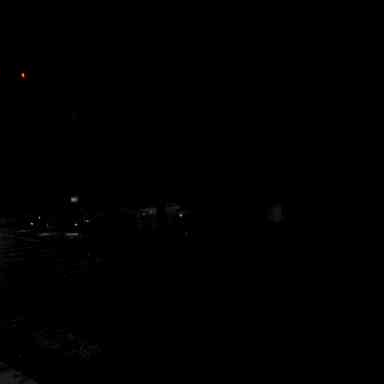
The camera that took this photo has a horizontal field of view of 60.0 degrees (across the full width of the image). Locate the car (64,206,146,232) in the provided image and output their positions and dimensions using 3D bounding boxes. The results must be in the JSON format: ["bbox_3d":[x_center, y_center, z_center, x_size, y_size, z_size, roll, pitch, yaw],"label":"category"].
[{"bbox_3d":[-5.362,1.633,21.163,1.812,1.442,4.674,1,0,35],"label":"car"}]

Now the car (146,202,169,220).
[{"bbox_3d":[-2.769,1.663,30.458,1.812,1.442,4.674,1,0,35],"label":"car"}]

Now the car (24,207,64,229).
[{"bbox_3d":[-8.576,1.653,22.254,1.895,1.301,4.718,1,0,35],"label":"car"}]

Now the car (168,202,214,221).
[{"bbox_3d":[0.501,1.684,29.451,2.128,1.511,4.902,1,0,35],"label":"car"}]

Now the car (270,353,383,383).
[{"bbox_3d":[2.374,1.545,1.267,4.507,1.381,1.887,0,1,35],"label":"car"}]
